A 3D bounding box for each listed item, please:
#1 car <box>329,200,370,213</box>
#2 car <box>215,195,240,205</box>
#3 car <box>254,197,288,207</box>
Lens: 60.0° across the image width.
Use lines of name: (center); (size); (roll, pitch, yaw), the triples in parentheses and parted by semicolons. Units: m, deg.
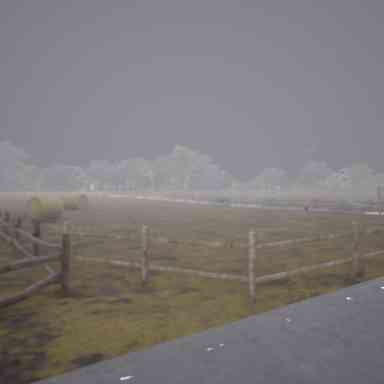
car: (17.731, 1.578, 37.523); (1.994, 1.385, 4.181); (1, -1, -36)
car: (5.744, 1.334, 54.276); (1.837, 1.490, 4.892); (1, 0, -35)
car: (11.993, 1.532, 50.597); (2.033, 1.411, 5.357); (1, 0, -35)
